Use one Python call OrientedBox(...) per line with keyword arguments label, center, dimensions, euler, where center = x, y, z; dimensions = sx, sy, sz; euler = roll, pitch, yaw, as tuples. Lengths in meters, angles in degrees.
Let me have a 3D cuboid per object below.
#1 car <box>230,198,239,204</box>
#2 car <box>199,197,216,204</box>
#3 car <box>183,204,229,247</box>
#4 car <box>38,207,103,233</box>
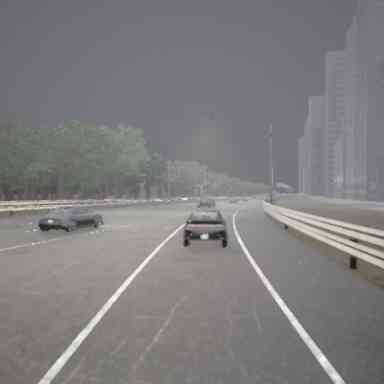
OrientedBox(label="car", center=(10.597, 2.143, 83.075), dimensions=(2.128, 1.511, 4.902), euler=(0, 0, 16))
OrientedBox(label="car", center=(2.518, 1.680, 54.127), dimensions=(2.097, 1.767, 4.553), euler=(0, 0, 16))
OrientedBox(label="car", center=(0.679, 1.563, 15.568), dimensions=(2.128, 1.511, 4.902), euler=(0, 0, 4))
OrientedBox(label="car", center=(-7.071, 1.575, 19.801), dimensions=(1.994, 1.385, 4.181), euler=(1, 0, 16))
